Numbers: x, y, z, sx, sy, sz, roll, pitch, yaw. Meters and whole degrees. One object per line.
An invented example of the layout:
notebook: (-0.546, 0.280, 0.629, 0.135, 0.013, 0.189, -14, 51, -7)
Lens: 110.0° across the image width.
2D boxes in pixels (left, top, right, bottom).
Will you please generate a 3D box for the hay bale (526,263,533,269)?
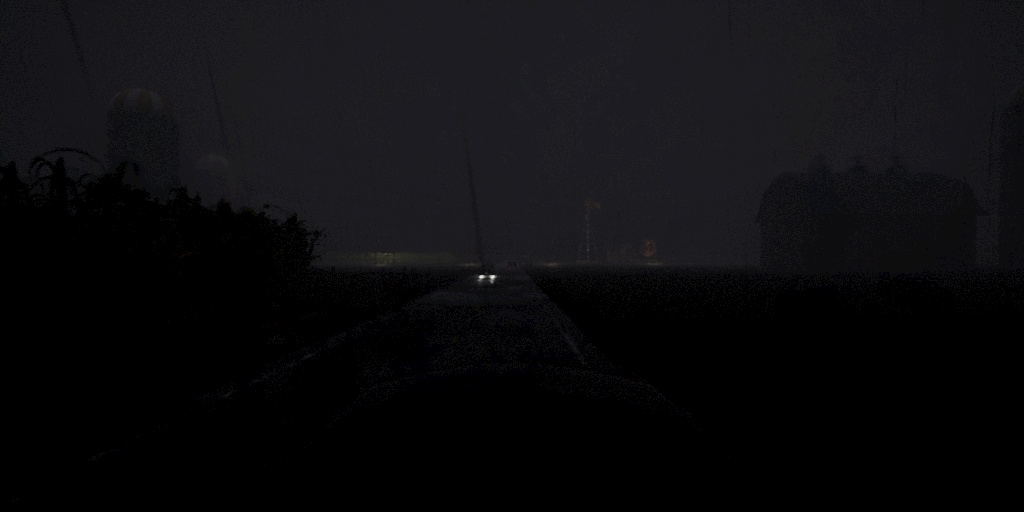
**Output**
hay bale: (3.119, 1.747, 64.442, 1.220, 1.180, 1.240, 0, 0, 0)

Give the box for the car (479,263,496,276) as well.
car: (-2.848, 1.528, 42.458, 2.033, 1.411, 5.357, 0, 0, 0)
